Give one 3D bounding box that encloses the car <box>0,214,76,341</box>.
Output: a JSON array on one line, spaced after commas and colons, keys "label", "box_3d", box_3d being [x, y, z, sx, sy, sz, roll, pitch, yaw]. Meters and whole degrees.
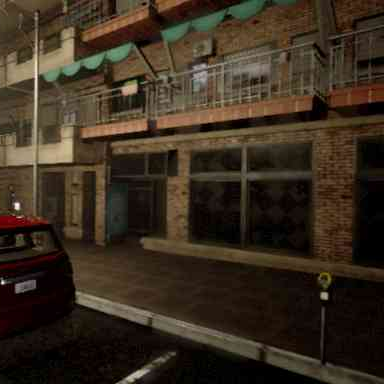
[{"label": "car", "box_3d": [-4.113, 1.316, 5.746, 5.009, 1.841, 2.192, 0, 1, 36]}]
